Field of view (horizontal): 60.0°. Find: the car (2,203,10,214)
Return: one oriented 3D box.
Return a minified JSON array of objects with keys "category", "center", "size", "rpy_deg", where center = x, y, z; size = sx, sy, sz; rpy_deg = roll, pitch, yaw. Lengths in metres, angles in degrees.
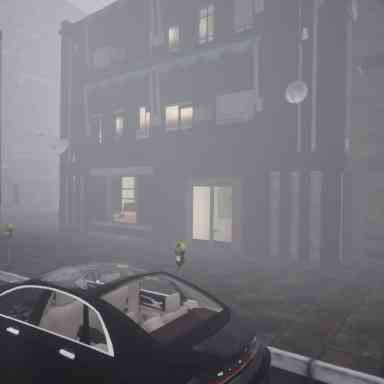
[{"category":"car","center":[-21.533,1.623,34.881],"size":[2.008,1.369,4.403],"rpy_deg":[1,0,36]}]

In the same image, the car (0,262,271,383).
[{"category":"car","center":[-1.294,1.550,3.935],"size":[4.403,1.369,2.008],"rpy_deg":[0,1,35]}]
